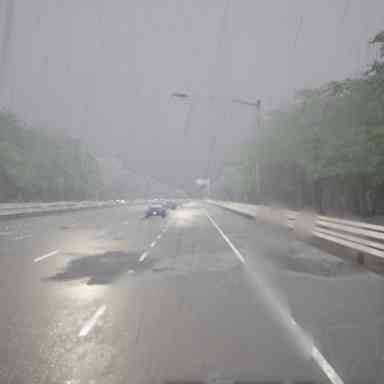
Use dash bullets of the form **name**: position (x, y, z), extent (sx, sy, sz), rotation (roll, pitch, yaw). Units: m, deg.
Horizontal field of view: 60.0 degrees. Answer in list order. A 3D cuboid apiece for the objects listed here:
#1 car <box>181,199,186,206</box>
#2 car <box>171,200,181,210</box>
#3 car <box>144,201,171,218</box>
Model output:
- **car**: position (-3.200, 2.713, 81.062), extent (2.033, 1.411, 5.357), rotation (0, -1, 0)
- **car**: position (-3.378, 2.136, 53.871), extent (2.128, 1.511, 4.902), rotation (0, -1, 0)
- **car**: position (-3.458, 1.829, 33.202), extent (1.812, 1.442, 4.674), rotation (0, -1, 0)
